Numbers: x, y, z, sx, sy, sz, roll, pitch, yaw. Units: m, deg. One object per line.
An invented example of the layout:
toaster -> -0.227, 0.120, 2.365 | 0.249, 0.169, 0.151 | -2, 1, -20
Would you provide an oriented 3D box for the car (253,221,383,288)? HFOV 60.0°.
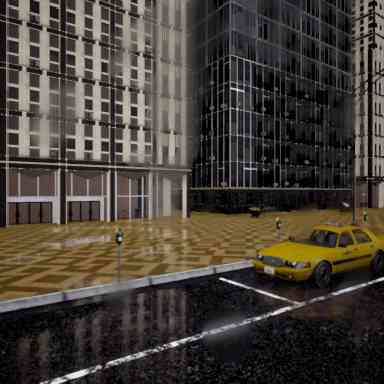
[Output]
car -> 3.784, 1.526, 9.246 | 4.829, 1.417, 1.752 | 0, 0, -35
